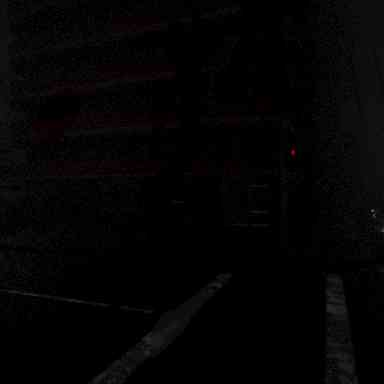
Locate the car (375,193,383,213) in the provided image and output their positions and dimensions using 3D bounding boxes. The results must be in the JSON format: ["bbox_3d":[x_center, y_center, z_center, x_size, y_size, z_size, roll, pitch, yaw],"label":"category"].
[{"bbox_3d":[14.629,0.999,23.705,1.895,1.301,4.718,0,1,22],"label":"car"}]

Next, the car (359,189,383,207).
[{"bbox_3d":[18.484,0.672,33.437,2.128,1.511,4.902,0,1,22],"label":"car"}]

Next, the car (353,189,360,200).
[{"bbox_3d":[24.034,0.349,47.319,1.882,1.535,5.008,0,1,22],"label":"car"}]

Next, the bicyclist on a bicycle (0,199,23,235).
[{"bbox_3d":[-8.365,1.136,15.057,0.582,1.620,1.656,0,1,22],"label":"bicyclist on a bicycle"}]

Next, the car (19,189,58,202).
[{"bbox_3d":[-25.790,0.502,56.160,2.150,2.045,5.566,0,1,32],"label":"car"}]

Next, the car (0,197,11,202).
[{"bbox_3d":[-22.789,0.917,37.685,2.097,1.767,4.553,0,1,22],"label":"car"}]

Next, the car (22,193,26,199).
[{"bbox_3d":[-23.870,0.921,52.599,1.895,1.301,4.718,0,1,30],"label":"car"}]
